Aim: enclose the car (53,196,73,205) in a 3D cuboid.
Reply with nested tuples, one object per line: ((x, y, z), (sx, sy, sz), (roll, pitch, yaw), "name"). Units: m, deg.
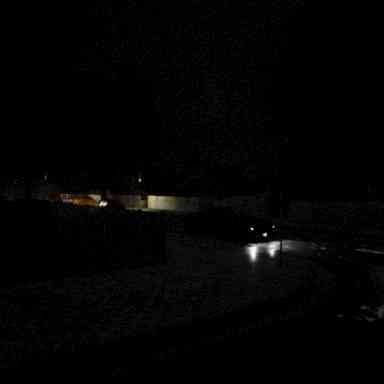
((-20.495, 1.336, 52.766), (1.895, 1.301, 4.718), (0, 0, -36), "car")

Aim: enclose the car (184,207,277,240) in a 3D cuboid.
((1.685, 1.482, 16.878), (2.033, 1.411, 5.357), (0, 0, -36), "car")

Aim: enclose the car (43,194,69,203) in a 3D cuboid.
((-19.201, 1.112, 46.227), (2.097, 1.767, 4.553), (0, 0, -35), "car")

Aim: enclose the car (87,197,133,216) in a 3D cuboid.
((-7.005, 1.407, 29.022), (2.033, 1.411, 5.357), (0, 0, -36), "car")

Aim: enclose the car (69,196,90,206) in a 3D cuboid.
((-14.485, 1.257, 44.455), (1.882, 1.535, 5.008), (0, 0, -35), "car")
